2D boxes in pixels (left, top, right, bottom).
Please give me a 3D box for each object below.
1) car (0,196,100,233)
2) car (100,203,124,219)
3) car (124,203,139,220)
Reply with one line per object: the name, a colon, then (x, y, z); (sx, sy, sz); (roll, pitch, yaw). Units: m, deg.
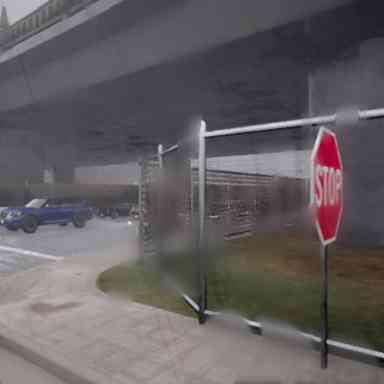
car: (-8.914, 1.307, 20.807); (2.150, 2.045, 5.566); (0, 0, 36)
car: (-6.388, 1.701, 30.221); (1.895, 1.301, 4.718); (0, 0, 36)
car: (-3.198, 1.436, 28.655); (2.097, 1.767, 4.553); (0, 0, 36)
